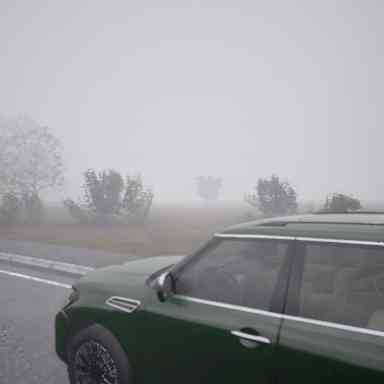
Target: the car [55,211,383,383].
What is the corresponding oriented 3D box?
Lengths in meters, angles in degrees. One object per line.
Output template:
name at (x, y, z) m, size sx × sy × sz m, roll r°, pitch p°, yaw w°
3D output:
car at (1.087, 1.213, 3.112) m, size 5.566 × 2.045 × 2.150 m, roll 0°, pitch 0°, yaw 35°
